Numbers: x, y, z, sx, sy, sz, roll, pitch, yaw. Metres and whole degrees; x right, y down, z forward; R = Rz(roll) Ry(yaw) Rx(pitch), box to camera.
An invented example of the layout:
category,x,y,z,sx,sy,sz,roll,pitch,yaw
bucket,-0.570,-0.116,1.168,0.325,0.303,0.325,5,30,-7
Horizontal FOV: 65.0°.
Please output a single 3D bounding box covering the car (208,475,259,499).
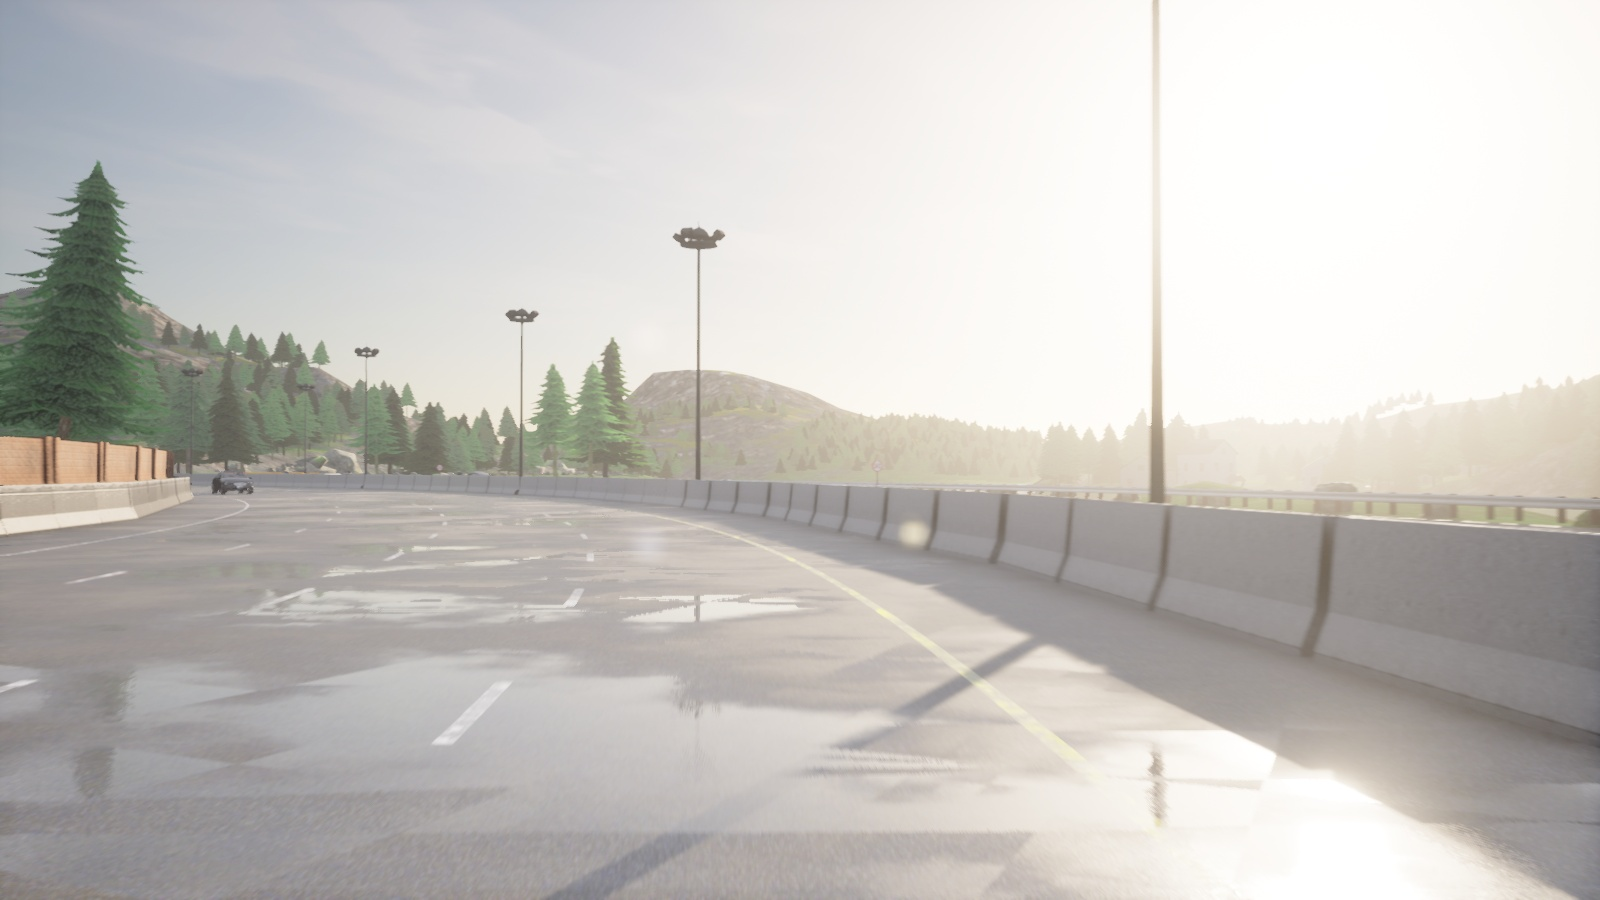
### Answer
category,x,y,z,sx,sy,sz,roll,pitch,yaw
car,-36.120,2.333,80.000,2.128,1.511,4.902,0,-1,-35
